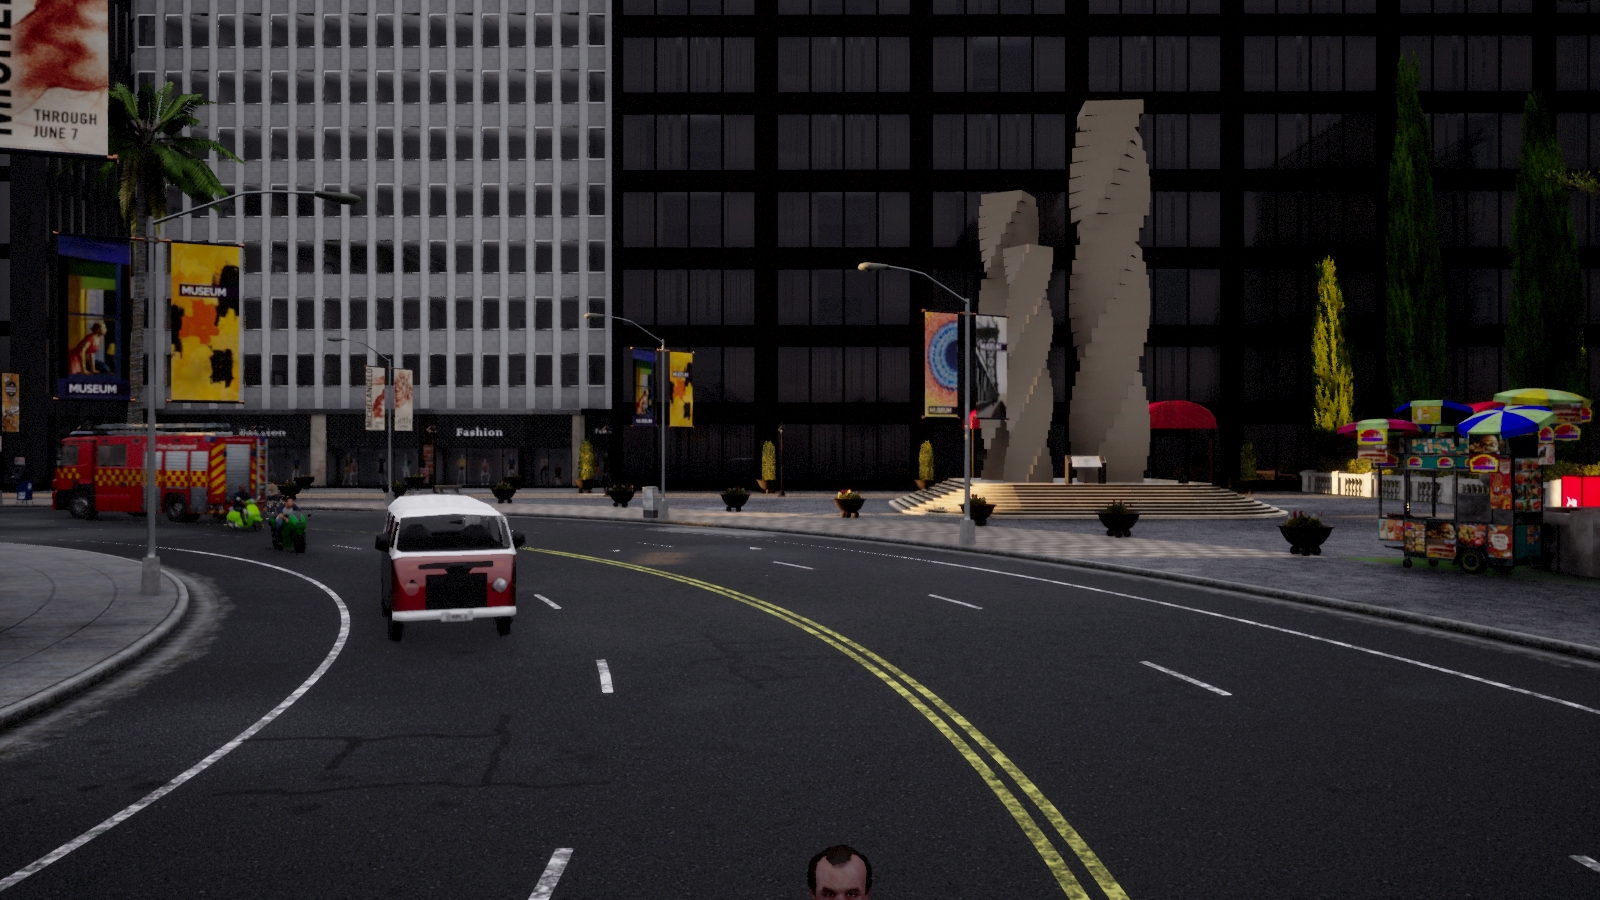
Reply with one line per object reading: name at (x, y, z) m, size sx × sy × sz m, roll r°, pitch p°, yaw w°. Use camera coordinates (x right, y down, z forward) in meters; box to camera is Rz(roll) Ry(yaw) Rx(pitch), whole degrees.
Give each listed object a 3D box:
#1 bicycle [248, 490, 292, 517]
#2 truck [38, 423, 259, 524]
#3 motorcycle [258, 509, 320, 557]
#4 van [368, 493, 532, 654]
bicycle at (-22.290, 2.256, 48.049) m, size 1.487 × 1.080 × 0.859 m, roll 0°, pitch 0°, yaw 20°
truck at (-26.095, 0.890, 45.736) m, size 8.468 × 3.827 × 2.891 m, roll 0°, pitch 0°, yaw 20°
motorcycle at (-13.833, 2.213, 30.898) m, size 2.033 × 1.145 × 0.803 m, roll 0°, pitch 1°, yaw 44°
van at (-5.659, 1.782, 18.095) m, size 2.069 × 2.038 × 4.480 m, roll 0°, pitch 0°, yaw -22°
